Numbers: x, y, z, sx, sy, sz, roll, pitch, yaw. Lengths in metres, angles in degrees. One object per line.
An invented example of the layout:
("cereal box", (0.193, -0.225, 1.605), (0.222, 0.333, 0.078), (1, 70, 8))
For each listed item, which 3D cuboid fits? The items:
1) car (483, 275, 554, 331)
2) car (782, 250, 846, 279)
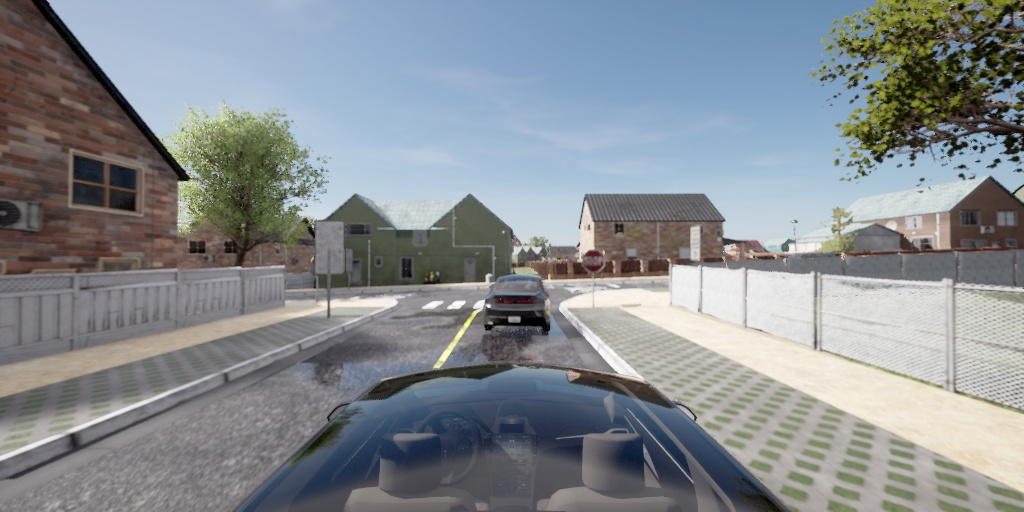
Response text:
("car", (0.282, 1.341, 11.379), (1.837, 1.490, 4.892), (0, 0, 5))
("car", (18.286, 0.580, 22.794), (4.553, 1.767, 2.097), (-2, -1, 0))
